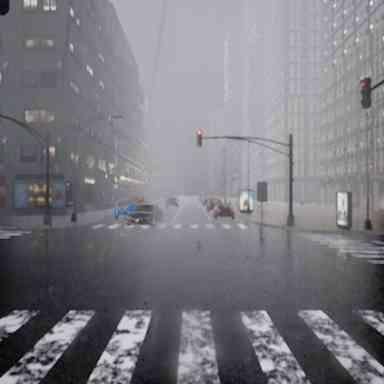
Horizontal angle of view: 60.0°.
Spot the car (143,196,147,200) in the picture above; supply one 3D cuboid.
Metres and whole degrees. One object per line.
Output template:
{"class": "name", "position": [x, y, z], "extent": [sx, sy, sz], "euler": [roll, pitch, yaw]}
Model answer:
{"class": "car", "position": [-5.666, 1.376, 34.473], "extent": [2.192, 1.841, 5.009], "euler": [0, 0, 0]}

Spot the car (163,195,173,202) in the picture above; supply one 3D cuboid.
{"class": "car", "position": [-5.648, 1.602, 78.693], "extent": [1.967, 1.590, 4.097], "euler": [0, 0, 0]}

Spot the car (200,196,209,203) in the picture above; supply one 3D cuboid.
{"class": "car", "position": [2.729, 1.692, 73.161], "extent": [1.887, 1.381, 4.507], "euler": [0, 0, 0]}

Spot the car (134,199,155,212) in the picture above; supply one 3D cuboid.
{"class": "car", "position": [-5.666, 1.616, 40.000], "extent": [1.887, 1.381, 4.507], "euler": [0, 0, 0]}

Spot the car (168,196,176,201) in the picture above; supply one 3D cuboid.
{"class": "car", "position": [-5.642, 1.773, 95.276], "extent": [1.947, 1.339, 4.313], "euler": [0, 0, 0]}

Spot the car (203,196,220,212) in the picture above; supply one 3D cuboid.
{"class": "car", "position": [2.716, 1.512, 39.996], "extent": [1.967, 1.590, 4.097], "euler": [0, 0, 0]}

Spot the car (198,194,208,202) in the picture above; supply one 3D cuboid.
{"class": "car", "position": [2.735, 1.491, 84.217], "extent": [2.192, 1.841, 5.009], "euler": [0, 0, 0]}

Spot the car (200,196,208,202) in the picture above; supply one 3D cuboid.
{"class": "car", "position": [2.731, 1.744, 78.688], "extent": [1.802, 1.307, 4.206], "euler": [0, 0, 0]}

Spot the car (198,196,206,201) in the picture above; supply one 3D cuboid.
{"class": "car", "position": [2.736, 1.742, 89.743], "extent": [2.008, 1.369, 4.403], "euler": [0, 0, 0]}

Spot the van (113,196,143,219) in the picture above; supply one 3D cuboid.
{"class": "van", "position": [-5.669, 1.391, 28.945], "extent": [1.690, 1.788, 3.998], "euler": [0, 0, 0]}

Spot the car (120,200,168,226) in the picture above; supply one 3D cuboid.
{"class": "car", "position": [-3.238, 1.586, 23.616], "extent": [1.837, 1.490, 4.892], "euler": [1, 0, 6]}

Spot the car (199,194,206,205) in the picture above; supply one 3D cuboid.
{"class": "car", "position": [2.723, 1.547, 56.578], "extent": [1.967, 1.590, 4.097], "euler": [0, 0, 0]}

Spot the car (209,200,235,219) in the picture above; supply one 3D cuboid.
{"class": "car", "position": [2.710, 1.632, 28.940], "extent": [1.802, 1.307, 4.206], "euler": [0, 0, 0]}

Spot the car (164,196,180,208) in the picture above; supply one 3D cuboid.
{"class": "car", "position": [-2.978, 1.579, 50.592], "extent": [1.837, 1.490, 4.892], "euler": [0, 0, 0]}
